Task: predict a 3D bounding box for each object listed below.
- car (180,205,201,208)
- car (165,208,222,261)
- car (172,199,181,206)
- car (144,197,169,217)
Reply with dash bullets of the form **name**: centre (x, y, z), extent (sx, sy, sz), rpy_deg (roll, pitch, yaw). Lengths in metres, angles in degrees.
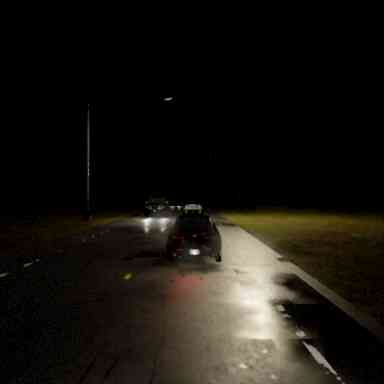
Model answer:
- **car**: centre (0.092, 1.874, 32.395), extent (1.895, 1.301, 4.718), rpy_deg (0, -1, 0)
- **car**: centre (0.087, 1.598, 12.648), extent (1.837, 1.490, 4.892), rpy_deg (0, 0, 0)
- **car**: centre (-3.513, 2.478, 75.464), extent (1.837, 1.490, 4.892), rpy_deg (0, -1, 0)
- **car**: centre (-3.603, 1.526, 34.970), extent (2.150, 2.045, 5.566), rpy_deg (0, -1, 0)
